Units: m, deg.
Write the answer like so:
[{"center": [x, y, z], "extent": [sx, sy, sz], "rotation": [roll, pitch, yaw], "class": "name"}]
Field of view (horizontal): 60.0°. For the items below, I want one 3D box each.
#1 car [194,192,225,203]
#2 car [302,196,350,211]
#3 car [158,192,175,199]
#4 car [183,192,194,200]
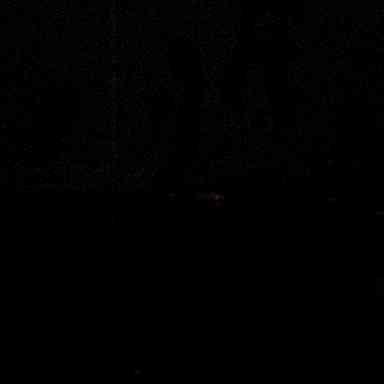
[{"center": [2.976, 0.821, 50.657], "extent": [1.882, 1.535, 5.008], "rotation": [1, 1, -35], "class": "car"}, {"center": [14.064, 1.156, 35.188], "extent": [1.882, 1.535, 5.008], "rotation": [1, 1, -36], "class": "car"}, {"center": [-5.113, 0.627, 66.782], "extent": [1.994, 1.385, 4.181], "rotation": [1, 1, -36], "class": "car"}, {"center": [0.544, 0.777, 58.999], "extent": [2.033, 1.411, 5.357], "rotation": [1, 1, -35], "class": "car"}]
